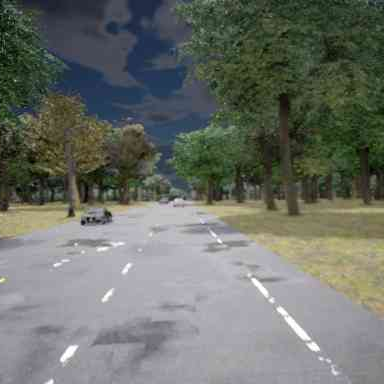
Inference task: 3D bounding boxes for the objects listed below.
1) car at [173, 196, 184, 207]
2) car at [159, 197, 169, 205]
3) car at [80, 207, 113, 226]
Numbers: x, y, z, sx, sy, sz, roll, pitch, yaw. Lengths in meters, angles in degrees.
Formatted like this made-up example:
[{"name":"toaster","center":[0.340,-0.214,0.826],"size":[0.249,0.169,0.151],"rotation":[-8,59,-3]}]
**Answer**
[{"name":"car","center":[-2.467,1.948,61.893],"size":[1.812,1.442,4.674],"rotation":[-2,0,-2]},{"name":"car","center":[-6.593,2.067,78.325],"size":[2.097,1.767,4.553],"rotation":[-2,0,-2]},{"name":"car","center":[-7.998,2.007,28.135],"size":[1.994,1.385,4.181],"rotation":[-2,0,-2]}]
